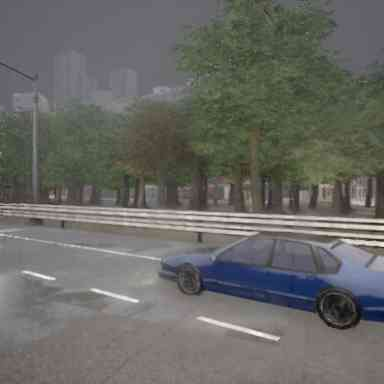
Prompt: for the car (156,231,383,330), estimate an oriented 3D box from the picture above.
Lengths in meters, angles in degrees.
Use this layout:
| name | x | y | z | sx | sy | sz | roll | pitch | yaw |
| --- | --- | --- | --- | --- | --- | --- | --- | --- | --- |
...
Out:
| name | x | y | z | sx | sy | sz | roll | pitch | yaw |
| --- | --- | --- | --- | --- | --- | --- | --- | --- | --- |
| car | 1.792 | 1.548 | 6.890 | 5.357 | 1.411 | 2.033 | 0 | 0 | 36 |
